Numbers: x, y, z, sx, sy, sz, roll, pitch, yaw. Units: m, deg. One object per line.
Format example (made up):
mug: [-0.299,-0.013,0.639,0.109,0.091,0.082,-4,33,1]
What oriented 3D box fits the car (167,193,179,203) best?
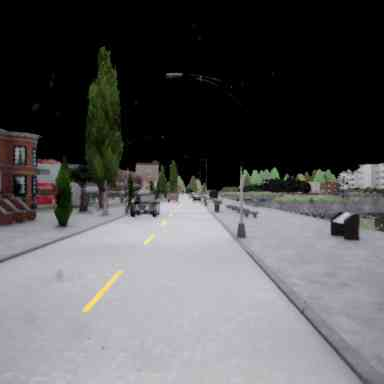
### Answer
car: [-4.030,1.213,71.603,2.150,2.045,5.566,0,0,0]

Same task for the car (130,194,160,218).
car: [-4.108,1.226,30.078,2.150,2.045,5.566,0,0,0]

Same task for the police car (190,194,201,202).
police car: [1.149,1.435,78.460,1.930,1.638,5.238,0,0,0]

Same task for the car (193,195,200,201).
car: [1.163,1.537,88.347,1.812,1.442,4.674,0,0,0]

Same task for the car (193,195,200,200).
car: [1.160,1.517,94.347,1.837,1.490,4.892,0,0,0]
